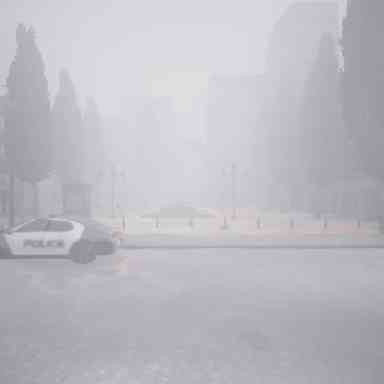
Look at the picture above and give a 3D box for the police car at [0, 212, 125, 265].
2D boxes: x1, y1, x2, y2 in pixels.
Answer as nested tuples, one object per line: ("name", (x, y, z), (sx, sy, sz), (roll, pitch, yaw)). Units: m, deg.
("police car", (-4.875, 1.509, 11.137), (4.974, 1.542, 2.038), (0, 0, 0))
